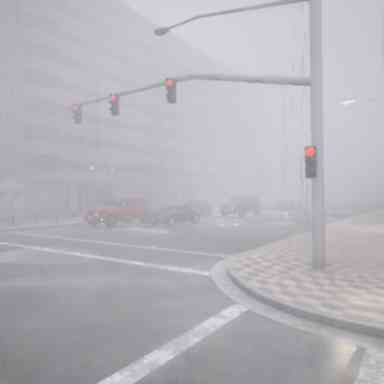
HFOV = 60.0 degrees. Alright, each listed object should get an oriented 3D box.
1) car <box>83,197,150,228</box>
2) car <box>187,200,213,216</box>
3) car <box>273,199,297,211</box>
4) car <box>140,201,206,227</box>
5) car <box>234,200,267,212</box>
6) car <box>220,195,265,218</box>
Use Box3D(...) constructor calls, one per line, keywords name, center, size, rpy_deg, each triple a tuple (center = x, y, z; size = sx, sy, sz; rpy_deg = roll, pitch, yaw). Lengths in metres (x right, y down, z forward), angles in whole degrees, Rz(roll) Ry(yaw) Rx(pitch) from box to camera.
Box3D(name="car", center=(-5.279, 1.411, 24.659), size=(2.150, 2.045, 5.566), rpy_deg=(-1, -1, 35))
Box3D(name="car", center=(0.091, 1.542, 32.156), size=(2.097, 1.767, 4.553), rpy_deg=(-1, -1, 36))
Box3D(name="car", center=(11.990, 1.669, 42.529), size=(1.812, 1.442, 4.674), rpy_deg=(-1, -1, 36))
Box3D(name="car", center=(-1.250, 1.649, 24.283), size=(1.837, 1.490, 4.892), rpy_deg=(-1, -1, 35))
Box3D(name="car", center=(7.552, 1.737, 42.400), size=(2.033, 1.411, 5.357), rpy_deg=(-1, -1, 36))
Box3D(name="car", center=(4.877, 1.365, 32.796), size=(2.150, 2.045, 5.566), rpy_deg=(-1, -1, 36))
